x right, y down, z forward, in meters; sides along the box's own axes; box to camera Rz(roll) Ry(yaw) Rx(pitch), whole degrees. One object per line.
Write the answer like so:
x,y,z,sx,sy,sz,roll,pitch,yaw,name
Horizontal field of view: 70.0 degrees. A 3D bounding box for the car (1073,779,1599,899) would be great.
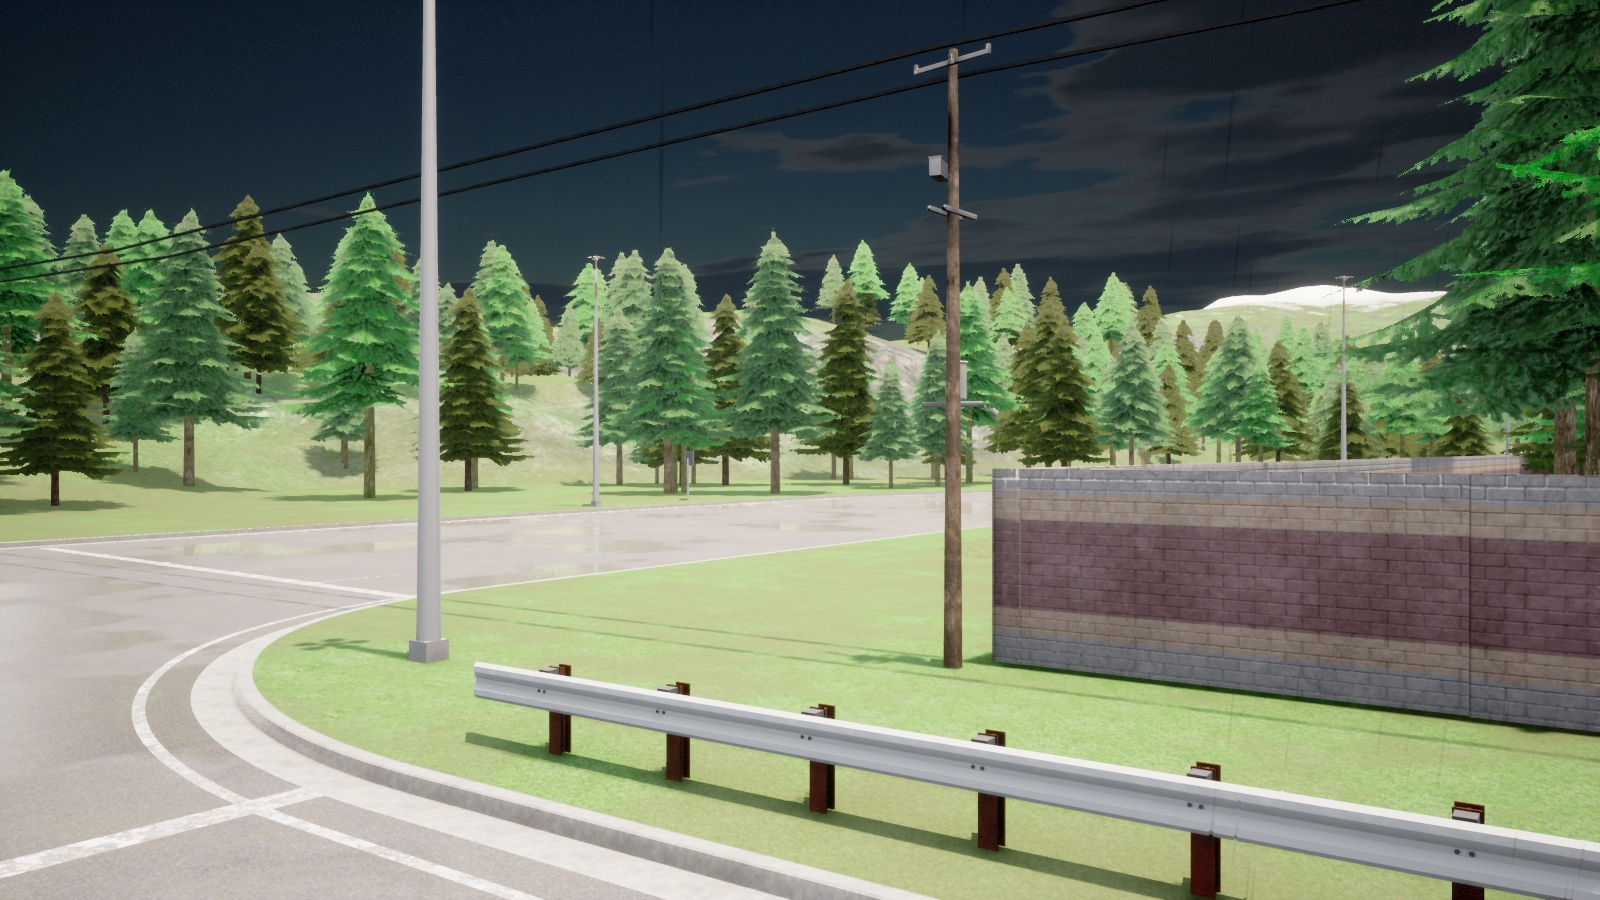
3.010,1.982,1.681,5.238,1.638,2.097,0,0,35,car
